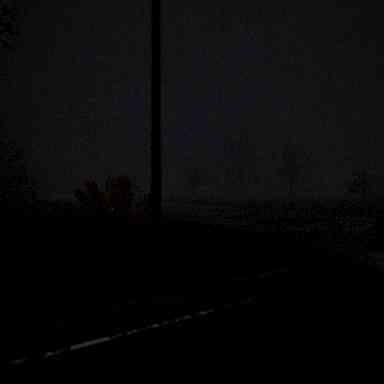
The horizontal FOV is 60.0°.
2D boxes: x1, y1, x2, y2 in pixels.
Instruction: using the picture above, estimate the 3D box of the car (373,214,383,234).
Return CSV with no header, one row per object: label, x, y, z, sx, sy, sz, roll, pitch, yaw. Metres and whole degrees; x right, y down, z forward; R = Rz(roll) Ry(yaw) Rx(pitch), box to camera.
car,10.622,1.490,14.486,1.837,1.490,4.892,-1,1,-35
